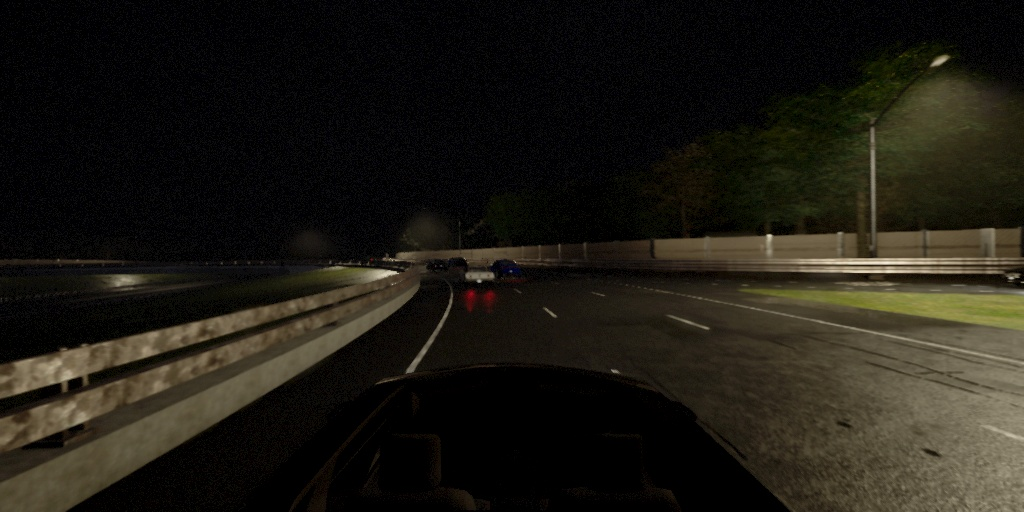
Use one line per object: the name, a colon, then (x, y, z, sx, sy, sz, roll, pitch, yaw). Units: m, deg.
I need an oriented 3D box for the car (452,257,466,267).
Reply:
car: (-9.256, 0.936, 59.202, 2.097, 1.767, 4.553, -1, 0, -31)

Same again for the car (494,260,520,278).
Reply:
car: (-0.744, 1.078, 31.469, 1.882, 1.535, 5.008, -1, 1, -16)

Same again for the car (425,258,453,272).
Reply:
car: (-9.403, 1.213, 44.870, 2.033, 1.411, 5.357, -1, 0, -24)

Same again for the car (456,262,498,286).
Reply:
car: (-2.481, 1.268, 24.276, 1.895, 1.301, 4.718, -1, 0, -13)

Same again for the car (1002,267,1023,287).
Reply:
car: (26.039, 0.763, 16.246, 4.892, 1.490, 1.837, -1, 0, 20)
